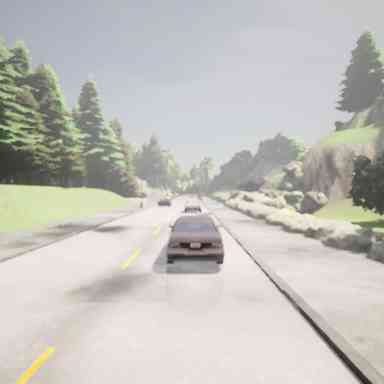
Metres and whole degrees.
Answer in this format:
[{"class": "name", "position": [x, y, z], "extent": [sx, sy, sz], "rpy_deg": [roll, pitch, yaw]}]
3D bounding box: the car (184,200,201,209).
[{"class": "car", "position": [0.090, 1.594, 38.768], "extent": [1.895, 1.301, 4.718], "rpy_deg": [0, 0, 0]}]

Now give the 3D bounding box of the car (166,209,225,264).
[{"class": "car", "position": [0.104, 1.546, 11.833], "extent": [2.033, 1.411, 5.357], "rpy_deg": [0, 0, 0]}]

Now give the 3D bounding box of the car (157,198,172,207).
[{"class": "car", "position": [-4.085, 1.592, 49.960], "extent": [1.895, 1.301, 4.718], "rpy_deg": [0, 0, 0]}]
